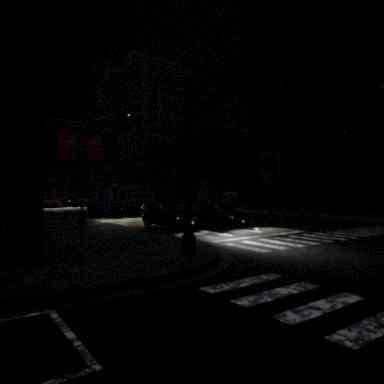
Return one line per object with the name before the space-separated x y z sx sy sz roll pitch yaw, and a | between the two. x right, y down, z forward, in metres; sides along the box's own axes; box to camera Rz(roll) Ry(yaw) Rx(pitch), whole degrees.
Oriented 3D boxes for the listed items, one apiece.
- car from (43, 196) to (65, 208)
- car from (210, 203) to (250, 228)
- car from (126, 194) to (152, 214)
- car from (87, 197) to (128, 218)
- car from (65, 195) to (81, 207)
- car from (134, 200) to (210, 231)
car | -19.725 1.404 46.306 1.882 1.535 5.008 0 0 -35
car | 1.696 1.496 22.013 1.812 1.442 4.674 0 0 -37
car | -4.625 1.306 30.765 2.097 1.767 4.553 0 0 -36
car | -7.840 1.435 29.670 1.882 1.535 5.008 0 0 -36
car | -17.929 1.270 49.395 2.097 1.767 4.553 0 0 -35
car | -1.401 1.465 20.723 2.128 1.511 4.902 0 0 -36
